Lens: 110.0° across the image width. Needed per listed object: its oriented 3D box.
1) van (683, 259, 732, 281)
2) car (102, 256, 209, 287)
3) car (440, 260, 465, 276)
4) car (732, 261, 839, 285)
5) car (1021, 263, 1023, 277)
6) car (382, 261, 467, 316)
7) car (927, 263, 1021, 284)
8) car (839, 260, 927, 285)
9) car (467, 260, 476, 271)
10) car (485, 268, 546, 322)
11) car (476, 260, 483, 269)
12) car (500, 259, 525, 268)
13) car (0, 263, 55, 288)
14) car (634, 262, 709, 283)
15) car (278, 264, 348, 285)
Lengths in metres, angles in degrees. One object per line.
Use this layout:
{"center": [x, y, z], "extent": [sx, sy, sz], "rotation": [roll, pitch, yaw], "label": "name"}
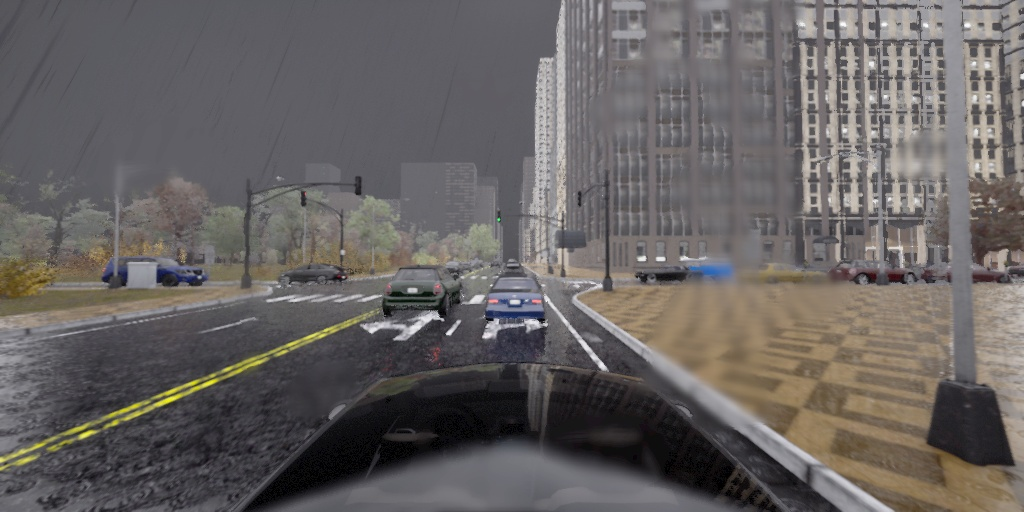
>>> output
{"center": [15.946, 1.128, 29.577], "extent": [3.998, 1.789, 1.690], "rotation": [0, 0, -1], "label": "van"}
{"center": [-23.142, 1.059, 23.384], "extent": [5.566, 2.045, 2.150], "rotation": [0, -2, -1], "label": "car"}
{"center": [-6.584, 1.297, 40.237], "extent": [1.882, 1.535, 5.008], "rotation": [0, 0, 0], "label": "car"}
{"center": [16.325, 1.080, 21.559], "extent": [4.829, 1.417, 1.751], "rotation": [0, 0, -1], "label": "car"}
{"center": [43.913, 1.094, 29.916], "extent": [4.097, 1.591, 1.967], "rotation": [0, 0, -1], "label": "car"}
{"center": [-3.149, 1.108, 13.466], "extent": [2.097, 1.767, 4.553], "rotation": [0, 0, 0], "label": "car"}
{"center": [27.324, 1.081, 21.692], "extent": [4.207, 1.307, 1.802], "rotation": [0, 0, -1], "label": "car"}
{"center": [21.740, 0.966, 21.624], "extent": [4.097, 1.591, 1.967], "rotation": [0, 0, -1], "label": "car"}
{"center": [-6.562, 1.417, 49.455], "extent": [1.994, 1.385, 4.181], "rotation": [0, 0, 0], "label": "car"}
{"center": [0.184, 1.302, 12.262], "extent": [2.033, 1.411, 5.357], "rotation": [0, 0, 2], "label": "car"}
{"center": [-6.490, 1.393, 59.653], "extent": [2.128, 1.511, 4.902], "rotation": [0, 0, 0], "label": "car"}
{"center": [0.104, 1.303, 32.616], "extent": [1.837, 1.490, 4.892], "rotation": [0, 0, 0], "label": "car"}
{"center": [-32.922, 1.246, 23.303], "extent": [4.553, 1.767, 2.097], "rotation": [0, -2, 0], "label": "car"}
{"center": [11.713, 1.335, 26.946], "extent": [4.718, 1.301, 1.895], "rotation": [0, -2, 0], "label": "car"}
{"center": [-14.491, 1.333, 26.096], "extent": [4.892, 1.490, 1.837], "rotation": [-1, -3, 9], "label": "car"}
